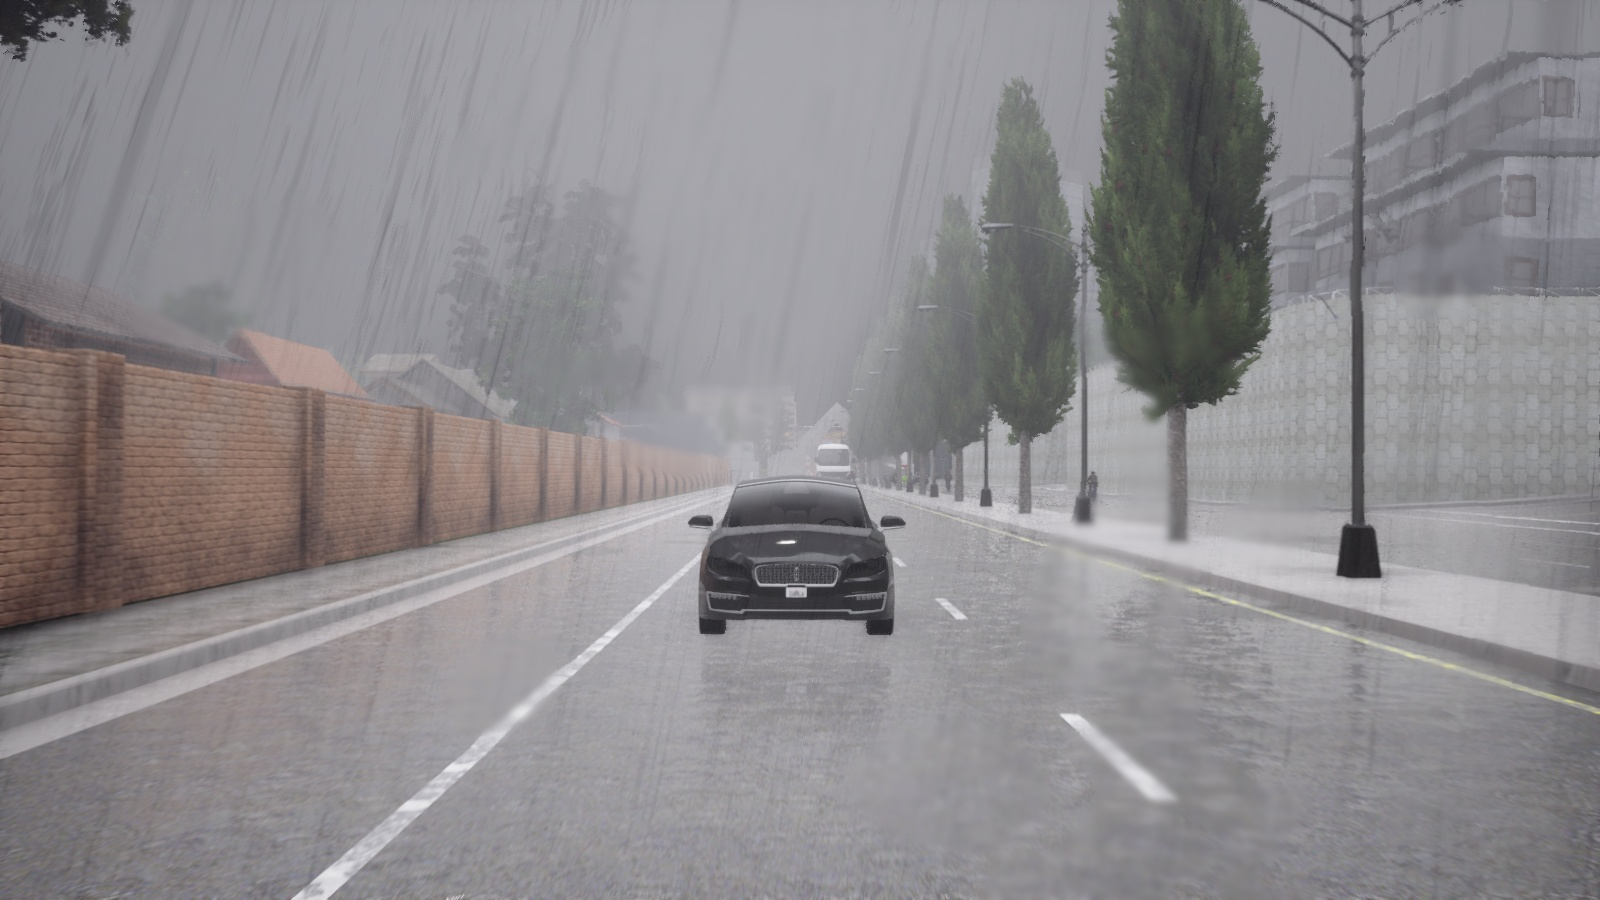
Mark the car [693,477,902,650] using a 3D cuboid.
[{"bbox_3d":[-0.027,1.045,13.482,1.837,1.490,4.892,0,-1,0],"label":"car"}]
